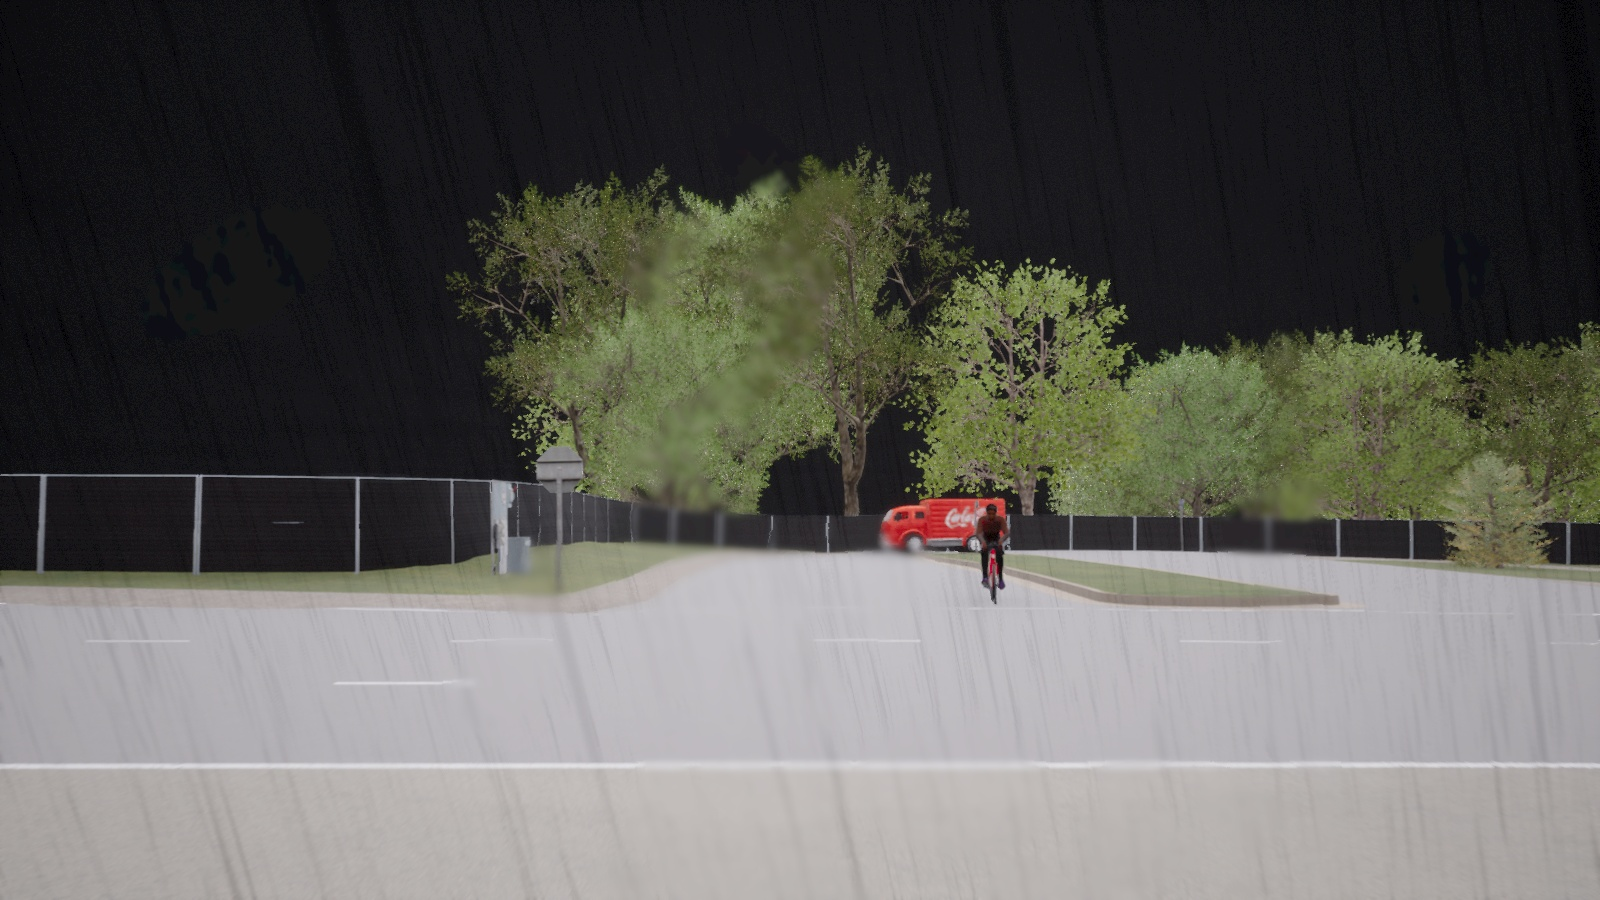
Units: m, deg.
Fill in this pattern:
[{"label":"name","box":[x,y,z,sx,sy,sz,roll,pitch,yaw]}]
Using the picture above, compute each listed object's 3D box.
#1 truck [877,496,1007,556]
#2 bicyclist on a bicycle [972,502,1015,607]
[{"label":"truck","box":[6.236,3.366,55.609,5.204,2.467,2.627,-1,-4,-7]},{"label":"bicyclist on a bicycle","box":[3.132,1.669,20.450,0.582,1.620,1.656,-2,-3,7]}]
